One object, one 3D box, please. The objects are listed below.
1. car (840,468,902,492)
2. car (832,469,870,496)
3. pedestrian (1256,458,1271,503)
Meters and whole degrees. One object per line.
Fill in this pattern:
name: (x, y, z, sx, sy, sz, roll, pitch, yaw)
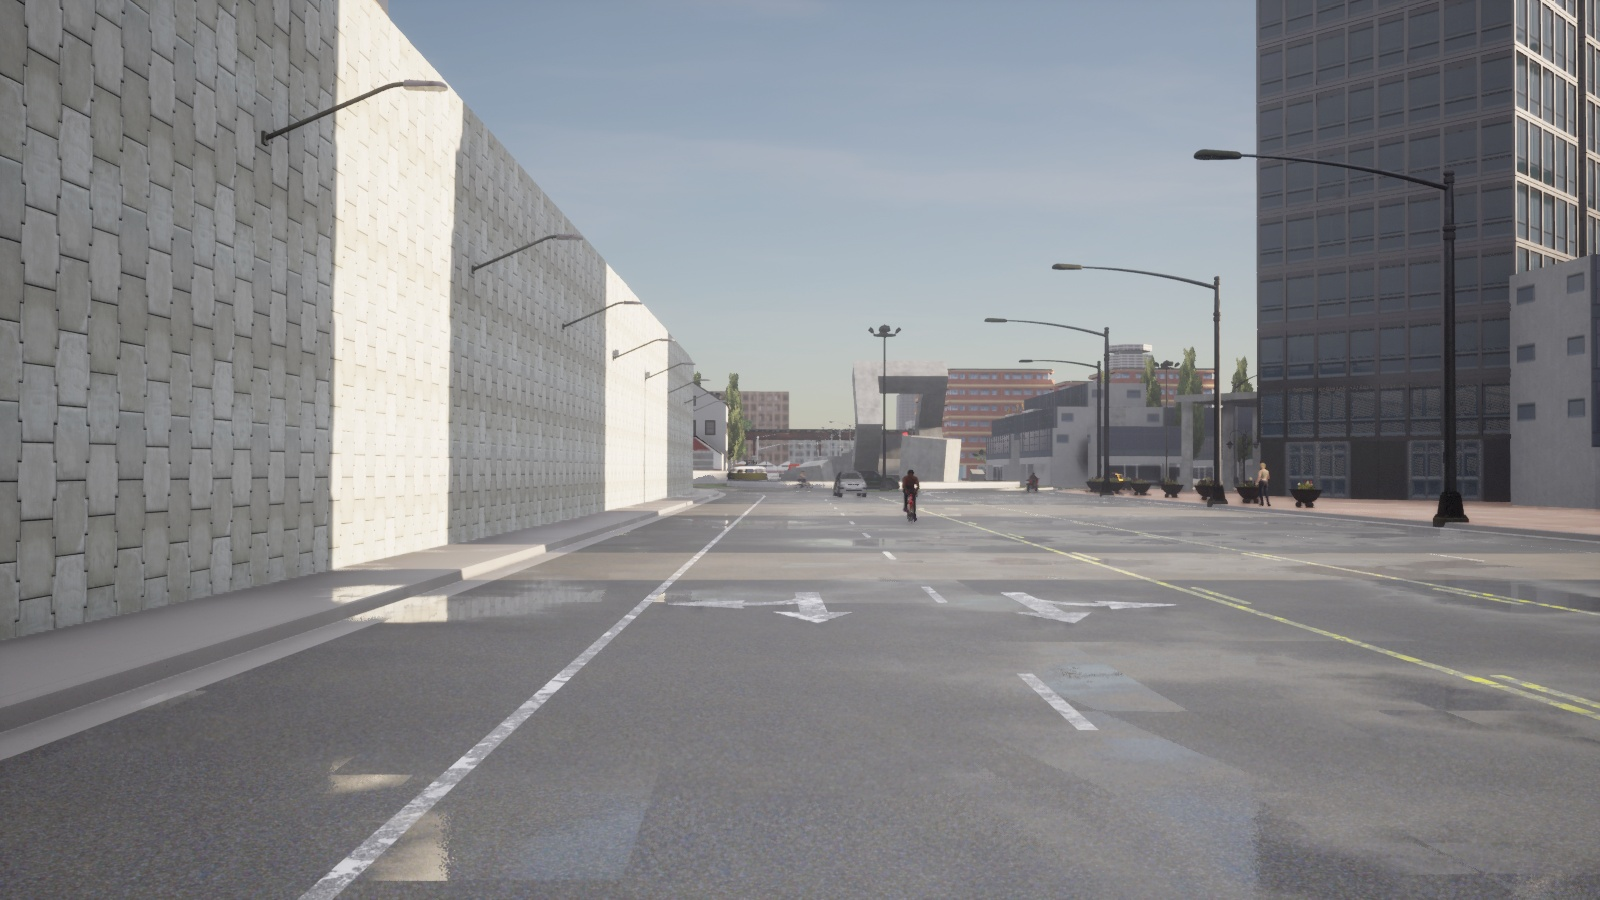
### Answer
car: (5.421, 2.251, 95.475, 4.553, 1.767, 2.097, 0, -1, 6)
car: (3.092, 1.986, 76.771, 1.851, 1.617, 3.988, 0, -1, -4)
pedestrian: (19.391, 1.272, 52.542, 0.345, 1.836, 0.594, 0, -1, -9)
